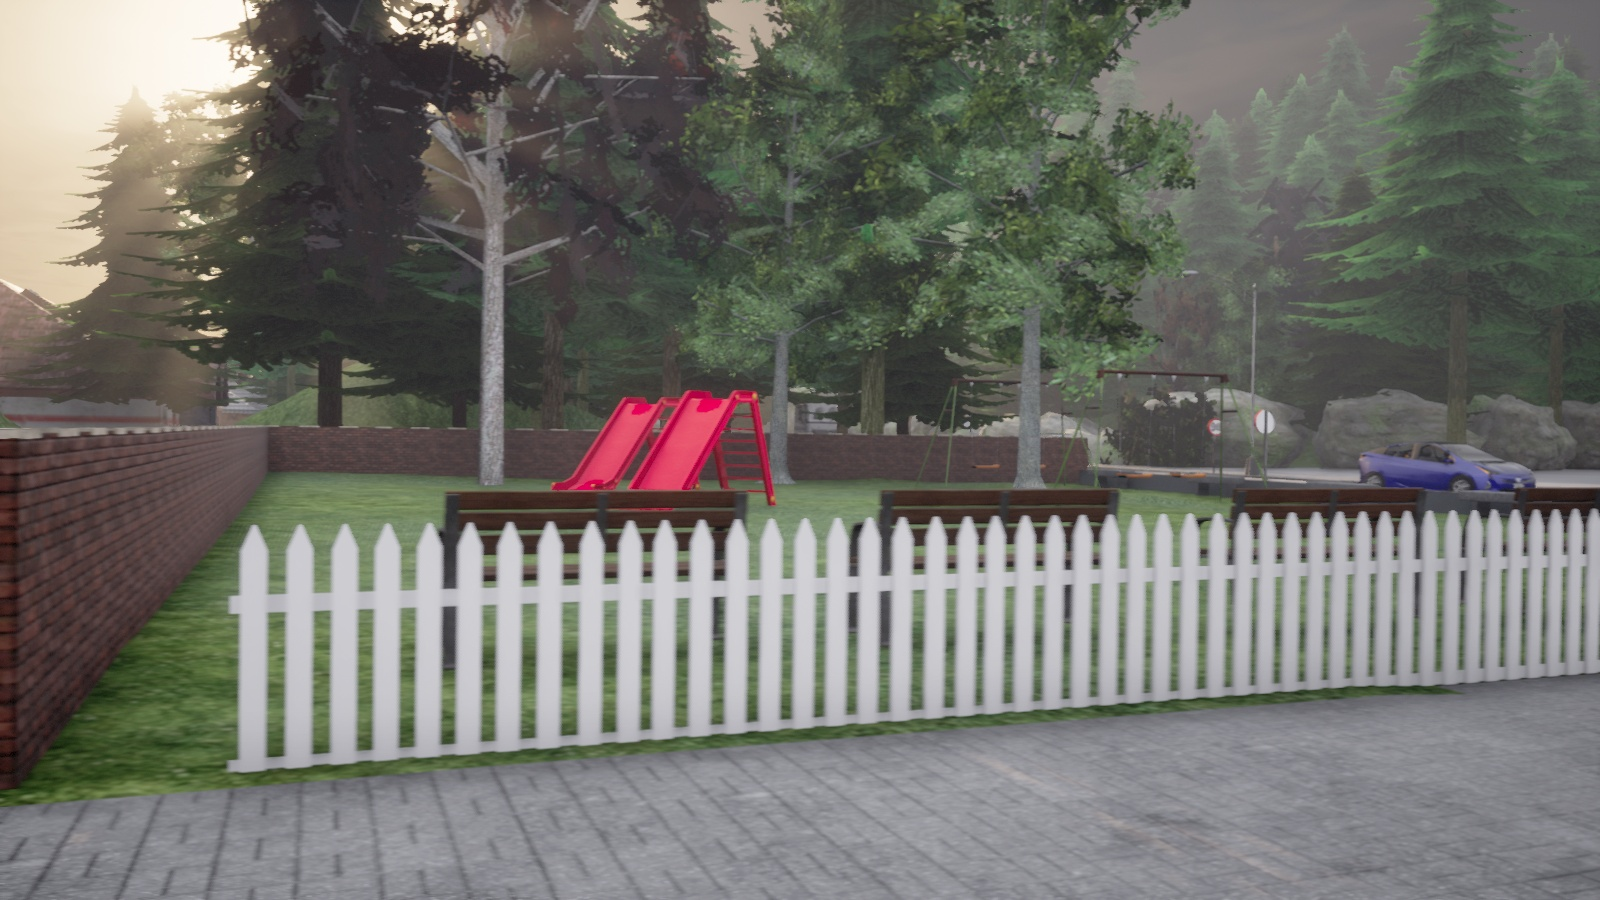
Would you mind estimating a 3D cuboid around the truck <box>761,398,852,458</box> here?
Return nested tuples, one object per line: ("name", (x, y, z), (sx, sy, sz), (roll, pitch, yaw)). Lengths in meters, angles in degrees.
("truck", (0.290, -1.308, 76.472), (2.891, 3.462, 7.936), (-1, 1, -21))

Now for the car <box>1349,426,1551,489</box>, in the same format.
("car", (16.909, 0.149, 32.939), (2.007, 1.525, 4.514), (-1, 1, -21))
